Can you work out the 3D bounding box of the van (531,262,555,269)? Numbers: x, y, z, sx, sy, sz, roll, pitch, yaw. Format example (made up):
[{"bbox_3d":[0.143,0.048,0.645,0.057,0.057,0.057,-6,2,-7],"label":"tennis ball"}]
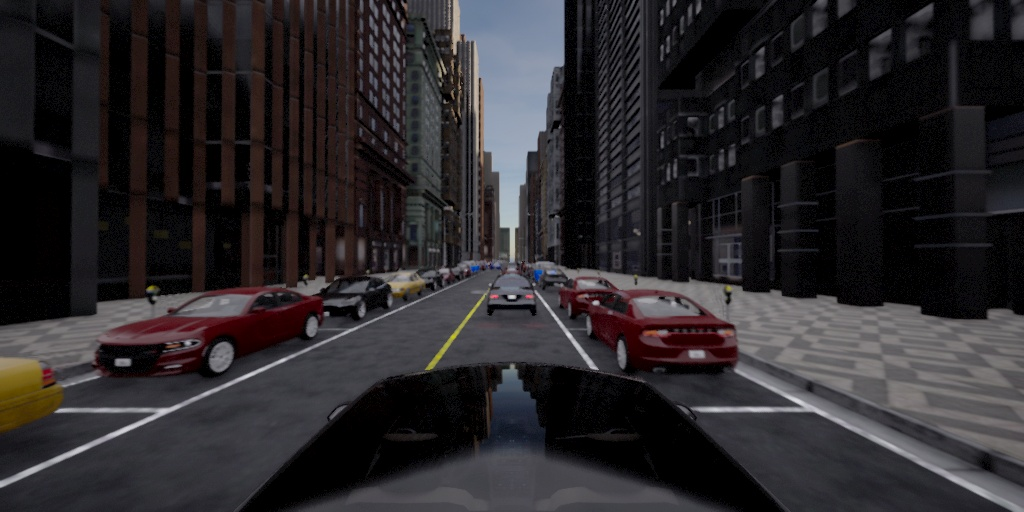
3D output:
[{"bbox_3d":[2.749,1.393,30.120,1.690,1.789,3.998,0,0,0],"label":"van"}]

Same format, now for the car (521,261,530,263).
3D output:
[{"bbox_3d":[2.737,1.916,58.298,1.888,1.381,4.507,0,0,0],"label":"car"}]

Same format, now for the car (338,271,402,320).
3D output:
[{"bbox_3d":[-5.768,1.436,13.191,1.948,1.339,4.313,0,0,0],"label":"car"}]

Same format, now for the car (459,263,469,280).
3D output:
[{"bbox_3d":[-5.778,1.680,35.735,1.948,1.339,4.313,0,0,0],"label":"car"}]

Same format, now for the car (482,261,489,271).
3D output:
[{"bbox_3d":[-5.791,1.751,63.915,2.192,1.841,5.009,0,0,0],"label":"car"}]

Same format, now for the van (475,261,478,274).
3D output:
[{"bbox_3d":[-5.783,1.582,47.008,1.690,1.789,3.998,0,0,0],"label":"van"}]

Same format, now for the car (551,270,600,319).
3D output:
[{"bbox_3d":[2.757,1.415,13.212,1.888,1.381,4.507,0,0,0],"label":"car"}]

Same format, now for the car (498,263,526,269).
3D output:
[{"bbox_3d":[0.014,1.584,30.731,1.812,1.442,4.674,0,0,1],"label":"car"}]

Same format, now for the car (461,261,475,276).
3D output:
[{"bbox_3d":[-5.781,1.617,41.372,1.967,1.591,4.097,0,0,0],"label":"car"}]

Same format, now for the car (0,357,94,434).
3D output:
[{"bbox_3d":[-5.763,1.278,1.748,1.751,1.417,4.829,0,0,0],"label":"car"}]

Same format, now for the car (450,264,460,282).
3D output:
[{"bbox_3d":[-5.776,1.634,30.100,1.802,1.307,4.207,0,0,0],"label":"car"}]

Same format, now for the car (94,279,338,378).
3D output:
[{"bbox_3d":[-5.766,1.356,7.555,1.888,1.381,4.507,0,0,0],"label":"car"}]

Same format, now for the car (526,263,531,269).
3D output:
[{"bbox_3d":[2.747,1.665,35.755,2.007,1.370,4.403,0,0,0],"label":"car"}]

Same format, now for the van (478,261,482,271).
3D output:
[{"bbox_3d":[-5.786,1.647,52.644,1.690,1.789,3.998,0,0,0],"label":"van"}]

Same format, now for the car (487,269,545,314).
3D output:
[{"bbox_3d":[0.004,1.430,14.359,2.033,1.411,5.357,0,-1,0],"label":"car"}]

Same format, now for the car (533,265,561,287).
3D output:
[{"bbox_3d":[2.752,1.541,24.484,2.007,1.370,4.403,0,0,0],"label":"car"}]

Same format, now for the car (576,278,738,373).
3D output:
[{"bbox_3d":[2.759,1.356,7.576,1.888,1.381,4.507,0,0,0],"label":"car"}]

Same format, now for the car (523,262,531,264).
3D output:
[{"bbox_3d":[2.742,1.792,47.027,2.007,1.370,4.403,0,0,0],"label":"car"}]

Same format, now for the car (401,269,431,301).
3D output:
[{"bbox_3d":[-5.771,1.455,18.657,1.751,1.417,4.829,0,0,0],"label":"car"}]

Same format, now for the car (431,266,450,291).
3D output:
[{"bbox_3d":[-5.773,1.556,24.463,1.948,1.339,4.313,0,0,0],"label":"car"}]
